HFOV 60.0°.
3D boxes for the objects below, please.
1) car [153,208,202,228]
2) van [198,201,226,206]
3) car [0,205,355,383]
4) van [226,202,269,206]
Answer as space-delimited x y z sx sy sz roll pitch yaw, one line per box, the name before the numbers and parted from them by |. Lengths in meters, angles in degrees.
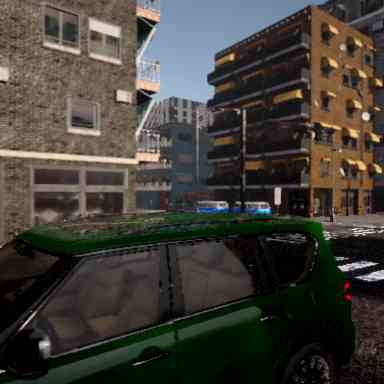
car | -1.249 2.013 26.486 1.802 1.307 4.206 0 0 -36
van | 2.179 1.896 35.919 1.690 1.788 3.998 -1 0 -36
car | -0.773 1.255 3.012 5.566 2.045 2.150 1 0 -36
van | 5.494 1.824 31.403 1.690 1.788 3.998 -1 0 -36
